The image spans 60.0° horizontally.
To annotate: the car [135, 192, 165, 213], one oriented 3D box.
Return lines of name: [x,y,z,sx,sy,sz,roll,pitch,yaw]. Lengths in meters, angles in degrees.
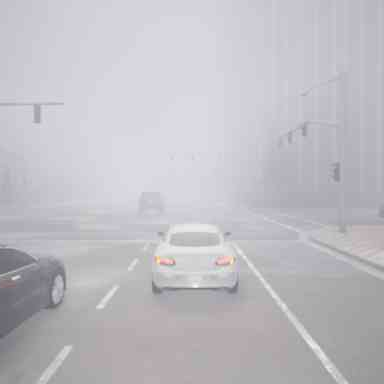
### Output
car: [-3.892,0.964,32.703,2.150,2.045,5.566,0,0,-1]

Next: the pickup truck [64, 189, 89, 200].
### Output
pickup truck: [-24.783,0.507,70.495,2.390,2.098,6.274,0,1,30]

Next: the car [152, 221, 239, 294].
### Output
car: [0.063,1.458,8.492,1.812,1.442,4.674,0,0,0]

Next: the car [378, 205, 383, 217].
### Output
car: [15.094,1.317,22.157,4.902,1.511,2.128,0,0,0]

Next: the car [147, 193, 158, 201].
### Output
car: [-8.129,0.963,68.467,1.837,1.490,4.892,0,1,-1]

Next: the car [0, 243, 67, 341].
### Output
car: [-3.444,1.466,4.835,1.837,1.490,4.892,0,0,0]
